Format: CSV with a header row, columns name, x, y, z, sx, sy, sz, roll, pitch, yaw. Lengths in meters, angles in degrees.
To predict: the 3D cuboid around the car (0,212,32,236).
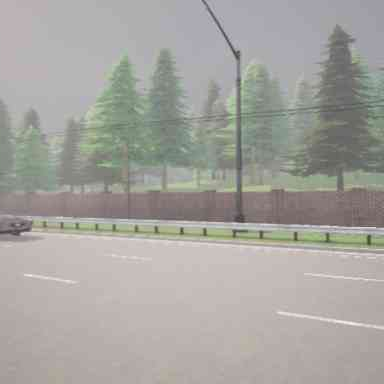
name,x,y,z,sx,sy,sz,roll,pitch,yaw
car,-11.553,1.828,18.899,5.357,1.411,2.033,-1,-1,26
